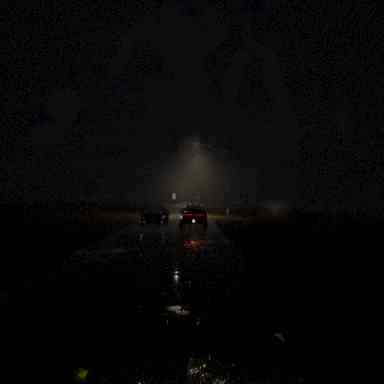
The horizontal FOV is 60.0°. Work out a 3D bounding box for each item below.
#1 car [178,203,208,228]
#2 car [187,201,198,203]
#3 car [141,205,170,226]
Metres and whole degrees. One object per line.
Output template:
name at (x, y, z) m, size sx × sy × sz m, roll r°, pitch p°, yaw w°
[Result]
car at (0.097, 1.718, 23.968) m, size 1.837 × 1.490 × 4.892 m, roll 0°, pitch -2°, yaw 0°
car at (0.091, 1.925, 41.623) m, size 1.837 × 1.490 × 4.892 m, roll 0°, pitch -1°, yaw 0°
car at (-2.756, 1.742, 25.877) m, size 1.882 × 1.535 × 5.008 m, roll 0°, pitch -1°, yaw 0°
